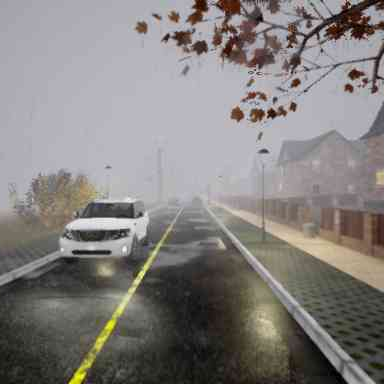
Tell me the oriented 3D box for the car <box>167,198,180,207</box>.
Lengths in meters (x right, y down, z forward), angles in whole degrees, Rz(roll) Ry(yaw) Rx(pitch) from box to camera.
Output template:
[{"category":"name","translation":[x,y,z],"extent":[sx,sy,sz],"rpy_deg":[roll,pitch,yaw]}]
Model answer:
[{"category":"car","translation":[-2.823,1.594,52.101],"extent":[2.033,1.411,5.357],"rpy_deg":[0,0,0]}]

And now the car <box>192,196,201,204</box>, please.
[{"category":"car","translation":[0.820,1.593,64.945],"extent":[1.812,1.442,4.674],"rpy_deg":[0,0,0]}]

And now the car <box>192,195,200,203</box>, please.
[{"category":"car","translation":[0.819,1.534,71.135],"extent":[1.801,1.575,5.366],"rpy_deg":[0,0,0]}]

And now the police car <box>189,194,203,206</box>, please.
[{"category":"police car","translation":[0.820,1.477,55.055],"extent":[1.930,1.638,5.238],"rpy_deg":[0,0,0]}]

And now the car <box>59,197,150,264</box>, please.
[{"category":"car","translation":[-2.850,1.228,12.188],"extent":[2.150,2.045,5.566],"rpy_deg":[0,0,0]}]
